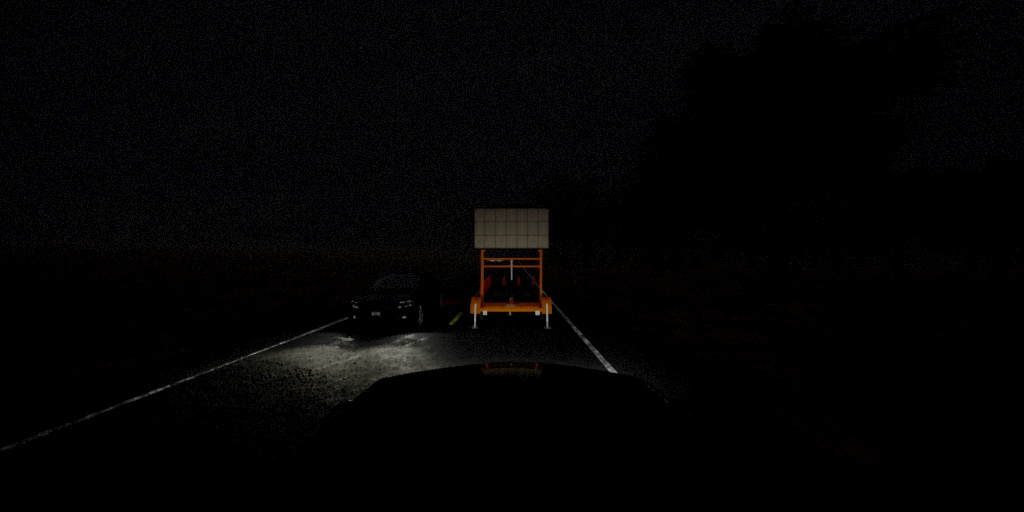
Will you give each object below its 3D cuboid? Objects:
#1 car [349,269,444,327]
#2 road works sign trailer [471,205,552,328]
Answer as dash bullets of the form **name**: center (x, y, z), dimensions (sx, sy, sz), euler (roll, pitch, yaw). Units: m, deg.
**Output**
- **car**: center (-3.523, 1.215, 11.769), dimensions (1.882, 1.535, 5.008), euler (0, 0, 0)
- **road works sign trailer**: center (-0.011, 0.203, 11.284), dimensions (2.380, 3.560, 2.880), euler (0, 0, 0)
